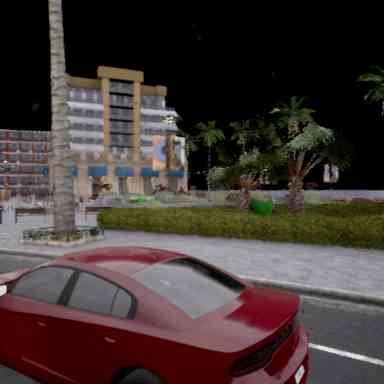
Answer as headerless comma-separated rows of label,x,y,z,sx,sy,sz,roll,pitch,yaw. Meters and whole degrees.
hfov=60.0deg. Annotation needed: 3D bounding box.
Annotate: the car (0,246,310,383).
car,-1.149,1.458,4.280,5.008,1.535,1.882,0,0,31
